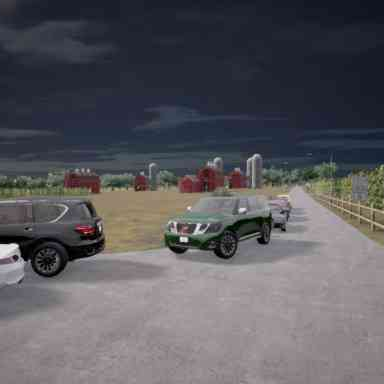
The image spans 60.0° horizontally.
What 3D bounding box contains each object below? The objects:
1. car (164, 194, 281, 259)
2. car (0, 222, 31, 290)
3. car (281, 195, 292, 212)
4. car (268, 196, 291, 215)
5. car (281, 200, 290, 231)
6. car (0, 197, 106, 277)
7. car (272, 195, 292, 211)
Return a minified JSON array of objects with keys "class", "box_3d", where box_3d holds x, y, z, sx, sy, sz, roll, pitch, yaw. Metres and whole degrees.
[{"class":"car","box_3d":[1.280,1.109,12.690,2.150,2.045,5.566,0,0,34]},{"class":"car","box_3d":[-5.871,1.612,6.459,4.674,1.442,1.812,-2,1,-30]},{"class":"car","box_3d":[6.231,1.237,24.755,1.882,1.535,5.008,0,0,18]},{"class":"car","box_3d":[8.145,1.200,30.803,1.837,1.490,4.892,0,0,17]},{"class":"car","box_3d":[4.388,1.382,19.019,1.994,1.385,4.181,0,0,17]},{"class":"car","box_3d":[-5.379,1.227,9.608,5.566,2.045,2.150,-1,1,-4]},{"class":"car","box_3d":[9.951,1.113,36.508,1.882,1.535,5.008,0,0,18]}]
